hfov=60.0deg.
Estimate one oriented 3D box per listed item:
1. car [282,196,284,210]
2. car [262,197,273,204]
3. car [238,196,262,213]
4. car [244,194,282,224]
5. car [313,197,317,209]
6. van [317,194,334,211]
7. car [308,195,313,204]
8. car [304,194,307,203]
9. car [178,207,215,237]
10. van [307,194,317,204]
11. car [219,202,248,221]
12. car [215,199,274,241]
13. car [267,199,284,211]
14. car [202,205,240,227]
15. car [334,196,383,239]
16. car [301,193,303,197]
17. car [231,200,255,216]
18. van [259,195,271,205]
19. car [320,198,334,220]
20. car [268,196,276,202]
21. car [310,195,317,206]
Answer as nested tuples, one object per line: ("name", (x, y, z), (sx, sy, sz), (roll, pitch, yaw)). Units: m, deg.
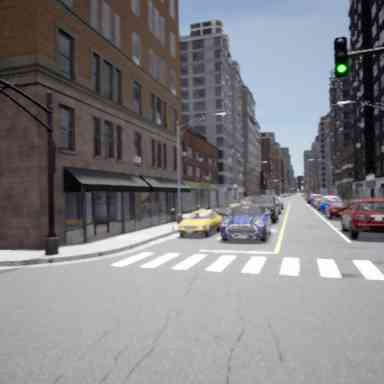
("car", (8.514, 1.564, 35.564), (2.128, 1.511, 4.902), (-1, 0, 17))
("car", (15.374, 1.676, 67.857), (1.887, 1.381, 4.507), (-1, 0, 17))
("car", (7.168, 1.451, 40.800), (2.192, 1.841, 5.009), (-1, 0, 17))
("car", (5.596, 1.294, 26.132), (2.150, 2.045, 5.566), (-1, 0, 18))
("car", (15.324, 1.525, 38.305), (1.802, 1.307, 4.206), (-1, 0, 17))
("van", (13.678, 1.284, 32.894), (1.690, 1.788, 3.998), (-1, 0, 17))
("car", (18.606, 1.525, 49.133), (1.802, 1.307, 4.206), (-1, 0, 17))
("car", (21.882, 1.255, 59.960), (2.192, 1.841, 5.009), (-1, 0, 17))
("car", (0.561, 1.657, 18.988), (1.752, 1.417, 4.829), (-1, 0, 17))
("van", (20.242, 1.283, 54.546), (1.690, 1.788, 3.998), (-1, 0, 17))
("car", (3.842, 1.660, 29.811), (1.752, 1.417, 4.829), (-1, 0, 17))
("car", (2.835, 1.421, 16.990), (2.097, 1.767, 4.553), (-1, 0, 17))
("car", (11.123, 1.672, 43.987), (1.895, 1.301, 4.718), (-1, 0, 17))
("car", (2.252, 1.699, 24.563), (1.947, 1.339, 4.313), (-1, 0, 17))
("car", (8.756, 1.255, 16.653), (2.192, 1.841, 5.009), (-1, 0, 17))
("car", (28.444, 1.403, 81.610), (1.967, 1.590, 4.097), (-1, -1, 17))
("car", (5.482, 1.661, 35.223), (1.752, 1.417, 4.829), (-1, 0, 17))
("van", (13.730, 1.474, 62.446), (1.690, 1.788, 3.998), (-1, 0, 17))
("car", (12.042, 1.487, 27.478), (1.887, 1.381, 4.507), (-1, 0, 17))
("car", (20.293, 1.737, 84.089), (1.802, 1.307, 4.206), (-1, -1, 17))
("car", (17.013, 1.468, 43.882), (1.752, 1.417, 4.829), (-1, 0, 17))
